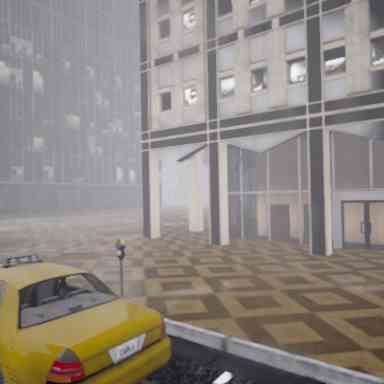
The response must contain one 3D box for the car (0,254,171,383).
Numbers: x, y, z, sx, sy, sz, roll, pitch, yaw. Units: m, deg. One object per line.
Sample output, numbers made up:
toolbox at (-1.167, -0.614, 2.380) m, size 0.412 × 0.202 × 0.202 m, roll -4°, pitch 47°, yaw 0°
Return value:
car at (-2.527, 1.561, 4.698) m, size 4.829 × 1.417 × 1.752 m, roll -1°, pitch -1°, yaw 36°
